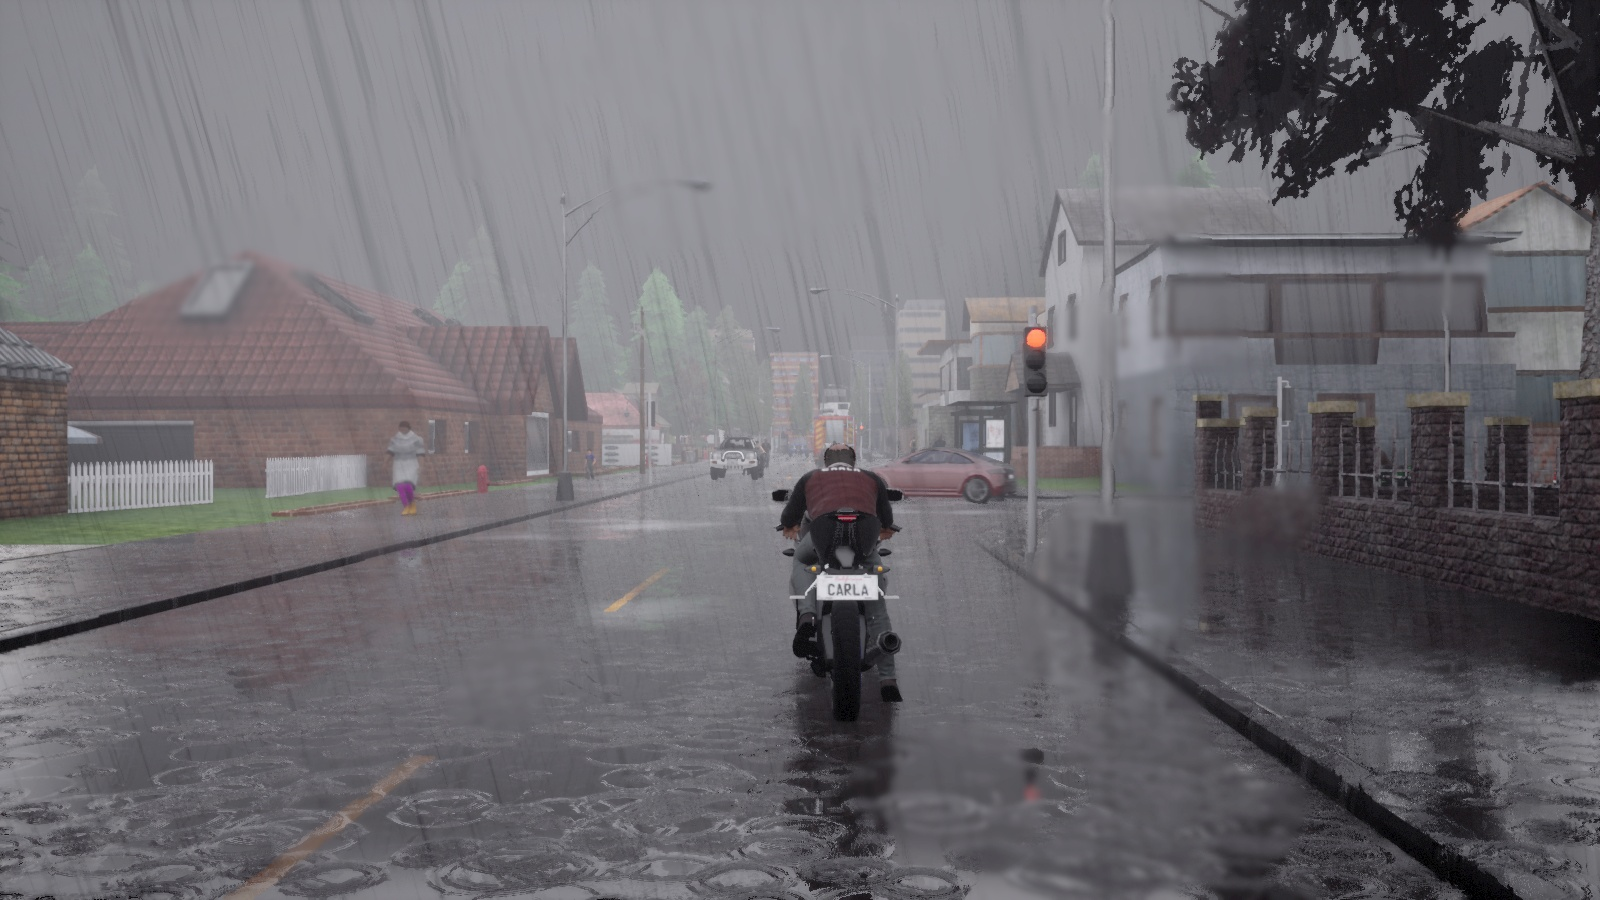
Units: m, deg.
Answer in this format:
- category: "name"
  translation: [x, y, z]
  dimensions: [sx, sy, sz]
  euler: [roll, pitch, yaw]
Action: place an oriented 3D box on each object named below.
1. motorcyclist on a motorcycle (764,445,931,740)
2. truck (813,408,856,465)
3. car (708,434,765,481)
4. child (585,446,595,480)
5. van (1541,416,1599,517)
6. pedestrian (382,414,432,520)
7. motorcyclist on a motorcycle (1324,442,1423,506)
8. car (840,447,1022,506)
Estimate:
- category: "motorcyclist on a motorcycle"
  translation: [0.244, 0.739, 7.623]
  dimensions: [0.866, 1.530, 2.191]
  euler: [0, 0, 0]
- category: "truck"
  translation: [2.443, -0.918, 88.847]
  dimensions: [2.891, 3.827, 8.468]
  euler: [0, 0, 1]
- category: "car"
  translation: [-2.569, 0.268, 52.005]
  dimensions: [1.932, 1.855, 4.605]
  euler: [0, 0, 2]
- category: "child"
  translation: [-7.850, 0.465, 46.905]
  dimensions: [0.270, 1.263, 0.437]
  euler: [0, 0, 2]
- category: "van"
  translation: [18.371, 0.336, 26.301]
  dimensions: [4.480, 2.038, 2.069]
  euler: [0, 0, -1]
- category: "pedestrian"
  translation: [-7.418, 0.315, 23.748]
  dimensions: [0.659, 1.952, 0.873]
  euler: [0, 0, 1]
- category: "motorcyclist on a motorcycle"
  translation: [13.922, 0.568, 30.508]
  dimensions: [2.044, 1.523, 0.797]
  euler: [0, 0, 2]
- category: "car"
  translation: [3.338, 0.633, 31.927]
  dimensions: [4.181, 1.385, 1.994]
  euler: [0, 0, 25]
